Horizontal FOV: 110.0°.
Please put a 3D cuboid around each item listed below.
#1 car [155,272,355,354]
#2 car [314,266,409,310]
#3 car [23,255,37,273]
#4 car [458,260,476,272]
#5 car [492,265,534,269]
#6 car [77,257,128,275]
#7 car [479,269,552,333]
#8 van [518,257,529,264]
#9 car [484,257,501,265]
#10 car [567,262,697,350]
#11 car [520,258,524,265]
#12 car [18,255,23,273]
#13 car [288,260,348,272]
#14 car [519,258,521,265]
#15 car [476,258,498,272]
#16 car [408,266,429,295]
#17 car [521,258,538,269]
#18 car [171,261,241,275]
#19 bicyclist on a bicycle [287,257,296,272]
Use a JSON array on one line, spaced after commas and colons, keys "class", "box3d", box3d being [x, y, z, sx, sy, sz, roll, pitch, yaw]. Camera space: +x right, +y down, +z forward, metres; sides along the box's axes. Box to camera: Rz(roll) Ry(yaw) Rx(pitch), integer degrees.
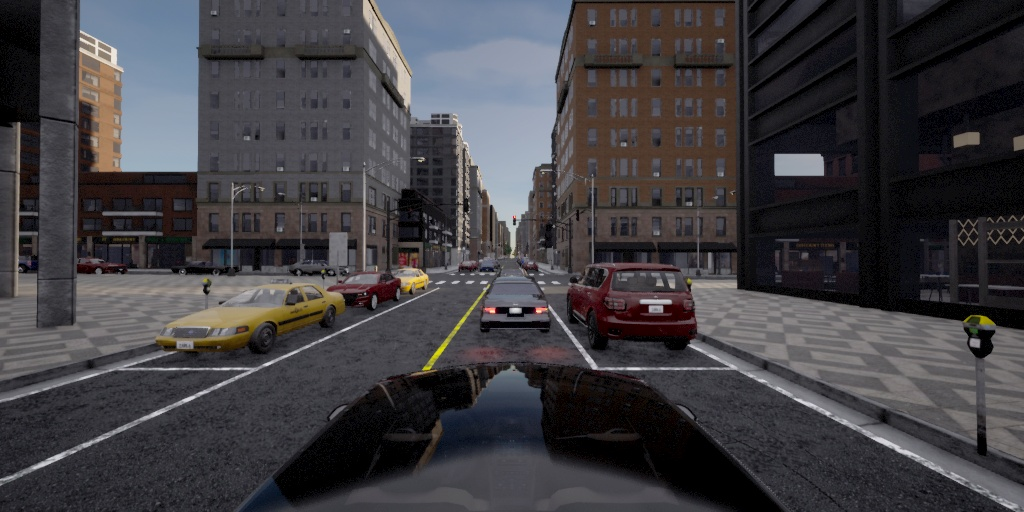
[{"class": "car", "box3d": [-5.876, 1.277, 8.840, 1.751, 1.417, 4.829, 0, 0, 0]}, {"class": "car", "box3d": [-5.892, 1.298, 14.635, 1.888, 1.381, 4.507, 0, 0, 0]}, {"class": "car", "box3d": [-47.615, 0.705, 34.657, 4.553, 1.767, 2.097, 1, -1, 1]}, {"class": "car", "box3d": [-5.982, 1.305, 47.279, 1.888, 1.381, 4.507, 0, 0, 0]}, {"class": "car", "box3d": [0.019, 1.355, 20.483, 1.895, 1.301, 4.718, 0, 0, 0]}, {"class": "car", "box3d": [-36.833, 0.898, 31.487, 5.008, 1.535, 1.882, 1, -1, 0]}, {"class": "car", "box3d": [0.067, 1.299, 10.757, 2.033, 1.411, 5.357, 0, 0, 0]}, {"class": "van", "box3d": [2.498, 1.107, 64.314, 1.690, 1.789, 3.998, 0, 0, 0]}, {"class": "car", "box3d": [-3.232, 1.327, 56.575, 1.994, 1.385, 4.181, 0, 0, 0]}, {"class": "car", "box3d": [2.649, 1.066, 9.025, 2.192, 1.841, 5.009, 0, 0, 0]}, {"class": "car", "box3d": [2.529, 1.344, 52.967, 1.802, 1.307, 4.207, 0, 0, 0]}, {"class": "car", "box3d": [-46.942, 0.832, 31.555, 4.892, 1.490, 1.837, 1, -1, 1]}, {"class": "car", "box3d": [-16.841, 1.092, 31.411, 4.902, 1.511, 2.128, 1, -1, 0]}, {"class": "car", "box3d": [2.513, 1.346, 58.640, 1.802, 1.307, 4.207, 0, 0, 0]}, {"class": "car", "box3d": [-3.246, 1.308, 46.718, 2.033, 1.411, 5.357, 0, 0, -4]}, {"class": "car", "box3d": [-5.907, 1.279, 20.090, 1.751, 1.417, 4.829, 0, 0, 0]}, {"class": "car", "box3d": [2.545, 1.342, 47.293, 1.802, 1.307, 4.207, 0, 0, 0]}, {"class": "car", "box3d": [-26.739, 1.113, 31.444, 4.718, 1.301, 1.895, 1, -1, 0]}, {"class": "bicyclist on a bicycle", "box3d": [-23.111, 0.909, 37.673, 0.582, 1.620, 1.656, 0, 0, 0]}]
